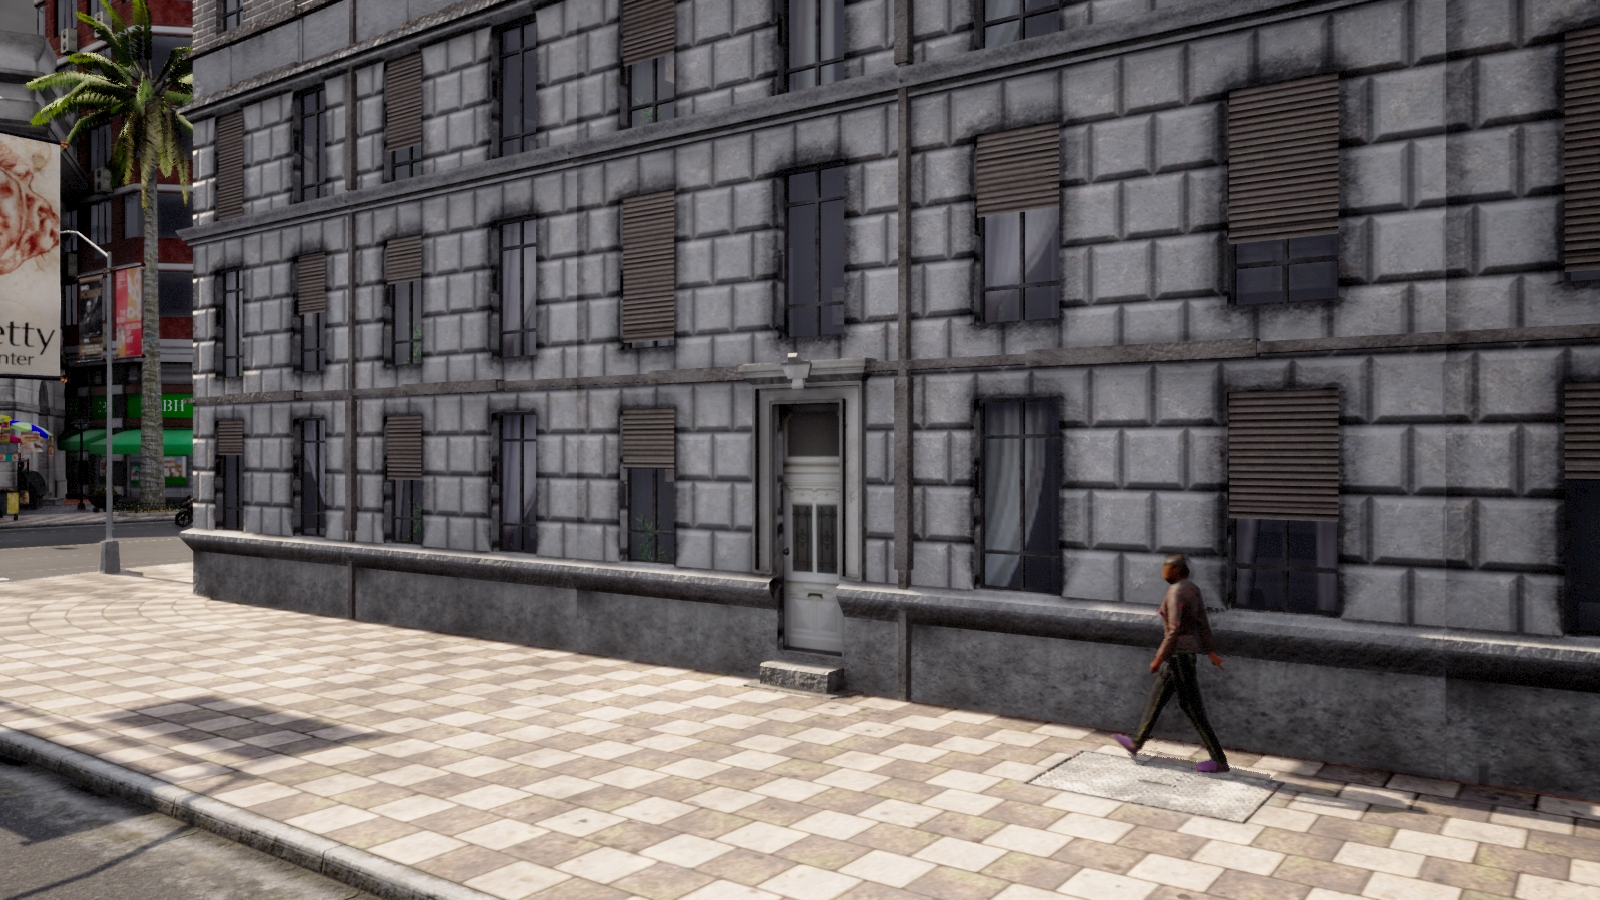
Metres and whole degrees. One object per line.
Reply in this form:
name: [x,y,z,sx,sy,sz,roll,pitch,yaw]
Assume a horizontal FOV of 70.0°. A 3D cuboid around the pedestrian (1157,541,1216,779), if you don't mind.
pedestrian: [3.173,1.696,9.380,0.375,1.860,0.375,0,0,34]
